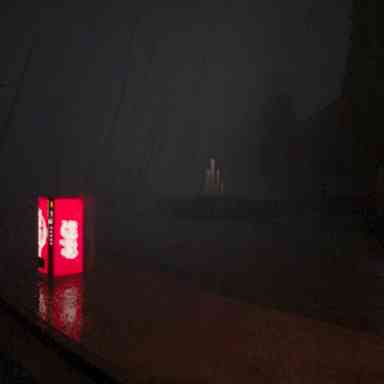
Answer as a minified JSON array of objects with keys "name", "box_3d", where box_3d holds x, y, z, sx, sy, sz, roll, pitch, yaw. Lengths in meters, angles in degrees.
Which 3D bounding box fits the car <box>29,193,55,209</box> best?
[{"name":"car","box_3d":[-16.059,0.943,36.916,2.097,1.767,4.553,1,0,1]}]

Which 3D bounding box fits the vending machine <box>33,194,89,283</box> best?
[{"name":"vending machine","box_3d":[-3.365,1.105,8.557,1.100,2.100,0.880,0,1,-41]}]
